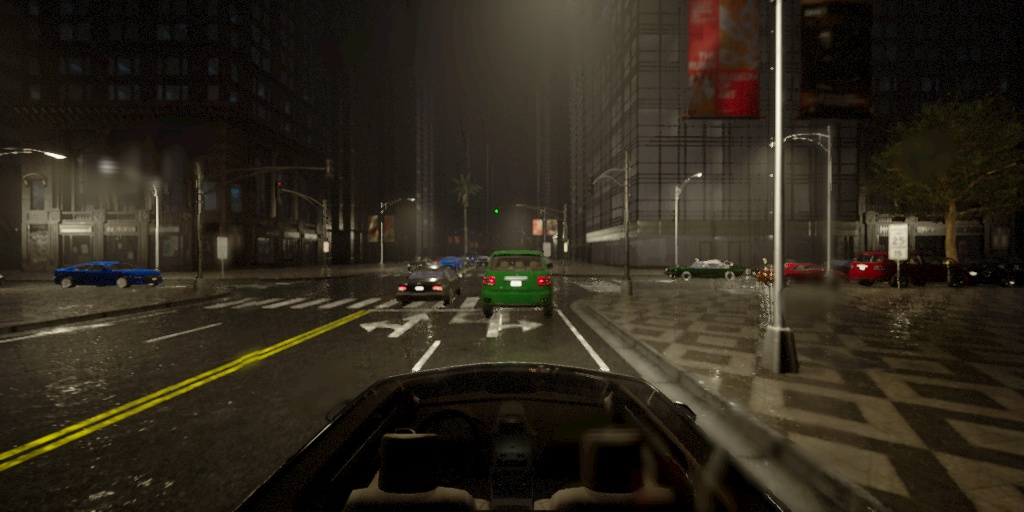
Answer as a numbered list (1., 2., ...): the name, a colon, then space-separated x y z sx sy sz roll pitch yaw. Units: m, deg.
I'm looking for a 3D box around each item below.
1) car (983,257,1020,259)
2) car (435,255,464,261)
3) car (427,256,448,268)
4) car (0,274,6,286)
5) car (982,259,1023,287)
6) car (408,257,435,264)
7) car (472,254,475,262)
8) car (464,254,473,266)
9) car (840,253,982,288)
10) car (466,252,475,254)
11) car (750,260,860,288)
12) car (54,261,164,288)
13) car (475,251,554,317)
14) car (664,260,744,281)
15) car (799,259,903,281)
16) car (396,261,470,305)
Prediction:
1. car: 33.598 0.840 25.003 4.902 1.511 2.128 0 0 -1
2. car: -6.758 0.813 39.275 1.882 1.535 5.008 0 1 0
3. car: -10.028 0.773 48.563 1.812 1.442 4.674 0 1 0
4. car: -32.476 1.165 20.695 4.674 1.442 1.812 0 0 0
5. car: 26.515 0.964 19.109 4.313 1.339 1.948 0 0 -1
6. car: -10.007 0.841 39.237 1.837 1.490 4.892 0 1 1
7. car: -3.347 0.775 44.569 2.128 1.511 4.902 0 1 0
8. car: -6.773 0.786 49.439 2.033 1.411 5.357 0 1 0
9. car: 20.878 0.732 18.996 5.009 1.841 2.192 0 0 -1
10. car: -6.768 0.366 60.031 2.150 2.045 5.566 0 0 0
11. car: 15.240 1.021 18.883 4.207 1.307 1.802 0 0 -1
12. car: -23.181 1.073 20.729 5.008 1.535 1.882 0 0 0
13. car: 0.288 0.832 12.641 2.150 2.045 5.566 0 1 4
14. car: 13.048 1.020 24.605 4.718 1.301 1.895 0 0 -1
15. car: 23.296 0.929 24.814 5.357 1.411 2.033 0 0 -2
16. car: -3.217 1.123 14.907 2.033 1.411 5.357 0 1 0
